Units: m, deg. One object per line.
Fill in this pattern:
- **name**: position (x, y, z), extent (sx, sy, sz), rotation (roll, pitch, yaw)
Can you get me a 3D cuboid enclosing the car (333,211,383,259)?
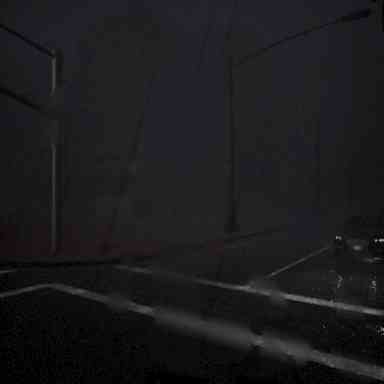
- **car**: position (7.049, 1.652, 13.311), extent (2.128, 1.511, 4.902), rotation (-1, -1, 36)
